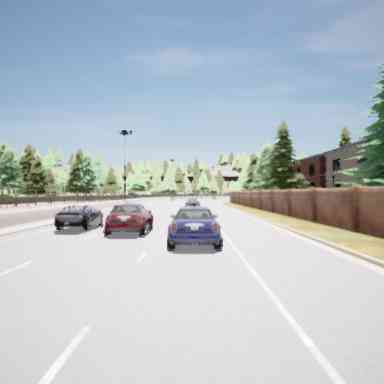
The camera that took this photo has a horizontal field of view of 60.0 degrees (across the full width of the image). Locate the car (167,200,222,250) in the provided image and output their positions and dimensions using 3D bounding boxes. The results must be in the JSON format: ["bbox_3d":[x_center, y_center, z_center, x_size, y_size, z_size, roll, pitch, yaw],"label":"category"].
[{"bbox_3d":[0.095,1.390,14.659,2.097,1.767,4.553,0,0,0],"label":"car"}]

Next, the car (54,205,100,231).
[{"bbox_3d":[-6.908,1.546,20.784,2.128,1.511,4.902,0,0,0],"label":"car"}]

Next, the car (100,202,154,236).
[{"bbox_3d":[-3.405,1.400,18.736,2.097,1.767,4.553,0,0,0],"label":"car"}]
